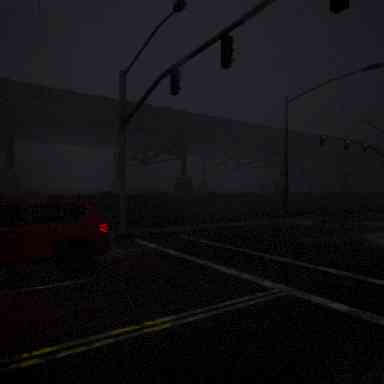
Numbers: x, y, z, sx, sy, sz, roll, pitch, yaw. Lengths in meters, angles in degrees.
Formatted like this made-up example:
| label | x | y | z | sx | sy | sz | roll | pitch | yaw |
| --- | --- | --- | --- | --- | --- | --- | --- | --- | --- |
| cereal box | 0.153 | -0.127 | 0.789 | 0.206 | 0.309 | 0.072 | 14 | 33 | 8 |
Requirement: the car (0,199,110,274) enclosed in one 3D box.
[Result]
| label | x | y | z | sx | sy | sz | roll | pitch | yaw |
| --- | --- | --- | --- | --- | --- | --- | --- | --- | --- |
| car | -5.031 | 1.221 | 8.988 | 5.566 | 2.045 | 2.150 | 0 | 0 | -36 |
